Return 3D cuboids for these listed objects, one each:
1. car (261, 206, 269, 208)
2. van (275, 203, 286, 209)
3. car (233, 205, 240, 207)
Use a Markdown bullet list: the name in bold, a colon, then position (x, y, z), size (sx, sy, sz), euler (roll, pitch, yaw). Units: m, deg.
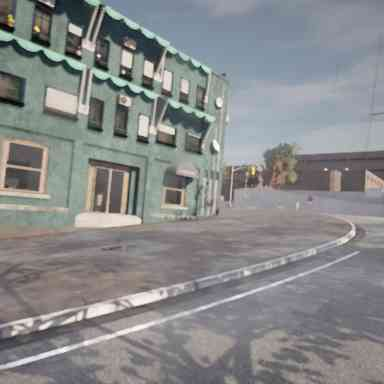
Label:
- **car**: position (13.136, 3.288, 59.862), size (2.002, 1.452, 4.674), euler (1, -6, 19)
- **van**: position (15.449, 2.979, 57.917), size (1.878, 1.987, 4.442), euler (2, -5, 19)
- **car**: position (8.434, 3.292, 63.410), size (1.946, 1.575, 5.366), euler (2, -5, 19)
